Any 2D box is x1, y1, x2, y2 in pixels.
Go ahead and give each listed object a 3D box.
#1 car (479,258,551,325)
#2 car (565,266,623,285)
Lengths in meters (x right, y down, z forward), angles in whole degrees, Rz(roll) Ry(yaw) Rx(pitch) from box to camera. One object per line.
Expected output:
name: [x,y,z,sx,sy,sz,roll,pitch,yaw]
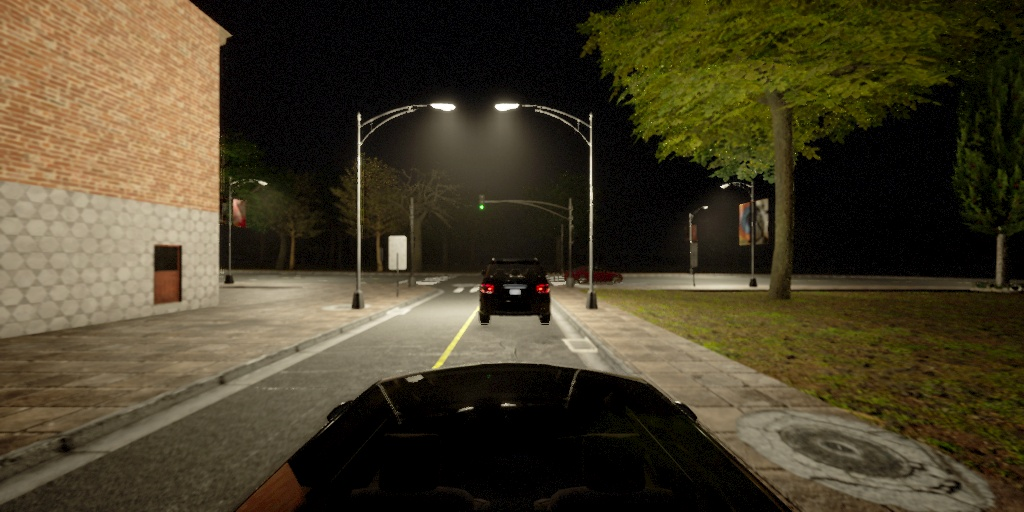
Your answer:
car: [0.088,1.098,12.560,2.150,2.045,5.566,0,0,0]
car: [6.564,1.555,28.855,4.674,1.442,1.812,0,-1,-10]
